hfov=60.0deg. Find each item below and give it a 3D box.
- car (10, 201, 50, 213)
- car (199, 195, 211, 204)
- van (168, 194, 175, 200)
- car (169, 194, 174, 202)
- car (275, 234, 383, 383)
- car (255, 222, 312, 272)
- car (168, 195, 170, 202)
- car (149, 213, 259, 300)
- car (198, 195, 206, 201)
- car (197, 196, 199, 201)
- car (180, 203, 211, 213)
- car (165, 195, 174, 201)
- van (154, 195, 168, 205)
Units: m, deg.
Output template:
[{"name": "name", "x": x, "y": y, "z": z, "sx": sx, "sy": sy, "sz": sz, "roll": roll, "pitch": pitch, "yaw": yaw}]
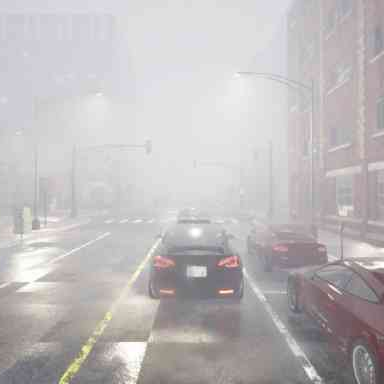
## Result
[{"name": "car", "x": -18.782, "y": 1.730, "z": 38.750, "sx": 4.313, "sy": 1.339, "sz": 1.947, "roll": 0, "pitch": -1, "yaw": 0}, {"name": "car", "x": 2.591, "y": 1.544, "z": 59.830, "sx": 1.752, "sy": 1.417, "sz": 4.829, "roll": 1, "pitch": 0, "yaw": 0}, {"name": "van", "x": -5.848, "y": 1.376, "z": 93.598, "sx": 1.690, "sy": 1.788, "sz": 3.998, "roll": 1, "pitch": 0, "yaw": 0}, {"name": "car", "x": -5.821, "y": 1.607, "z": 76.640, "sx": 1.802, "sy": 1.307, "sz": 4.206, "roll": 1, "pitch": 0, "yaw": 0}, {"name": "car", "x": 2.659, "y": 1.583, "z": 4.751, "sx": 1.802, "sy": 1.307, "sz": 4.206, "roll": 1, "pitch": 0, "yaw": 0}, {"name": "car", "x": 2.818, "y": 1.585, "z": 10.407, "sx": 1.802, "sy": 1.307, "sz": 4.206, "roll": 1, "pitch": 0, "yaw": 0}, {"name": "car", "x": -5.800, "y": 1.603, "z": 65.336, "sx": 1.802, "sy": 1.307, "sz": 4.206, "roll": 1, "pitch": 0, "yaw": 0}, {"name": "car", "x": 0.085, "y": 1.506, "z": 8.449, "sx": 2.163, "sy": 1.488, "sz": 4.792, "roll": 0, "pitch": 0, "yaw": 0}, {"name": "car", "x": 2.539, "y": 1.597, "z": 87.921, "sx": 1.947, "sy": 1.339, "sz": 4.313, "roll": 1, "pitch": 0, "yaw": 0}, {"name": "car", "x": 2.550, "y": 1.573, "z": 82.270, "sx": 1.887, "sy": 1.381, "sz": 4.507, "roll": 1, "pitch": 0, "yaw": 0}, {"name": "car", "x": 0.068, "y": 1.552, "z": 17.721, "sx": 2.033, "sy": 1.411, "sz": 5.357, "roll": 0, "pitch": 0, "yaw": -1}, {"name": "car", "x": -5.841, "y": 1.582, "z": 87.945, "sx": 2.008, "sy": 1.369, "sz": 4.403, "roll": 1, "pitch": 0, "yaw": 0}, {"name": "van", "x": -5.786, "y": 1.359, "z": 59.684, "sx": 1.690, "sy": 1.788, "sz": 3.998, "roll": 1, "pitch": 0, "yaw": 0}]
